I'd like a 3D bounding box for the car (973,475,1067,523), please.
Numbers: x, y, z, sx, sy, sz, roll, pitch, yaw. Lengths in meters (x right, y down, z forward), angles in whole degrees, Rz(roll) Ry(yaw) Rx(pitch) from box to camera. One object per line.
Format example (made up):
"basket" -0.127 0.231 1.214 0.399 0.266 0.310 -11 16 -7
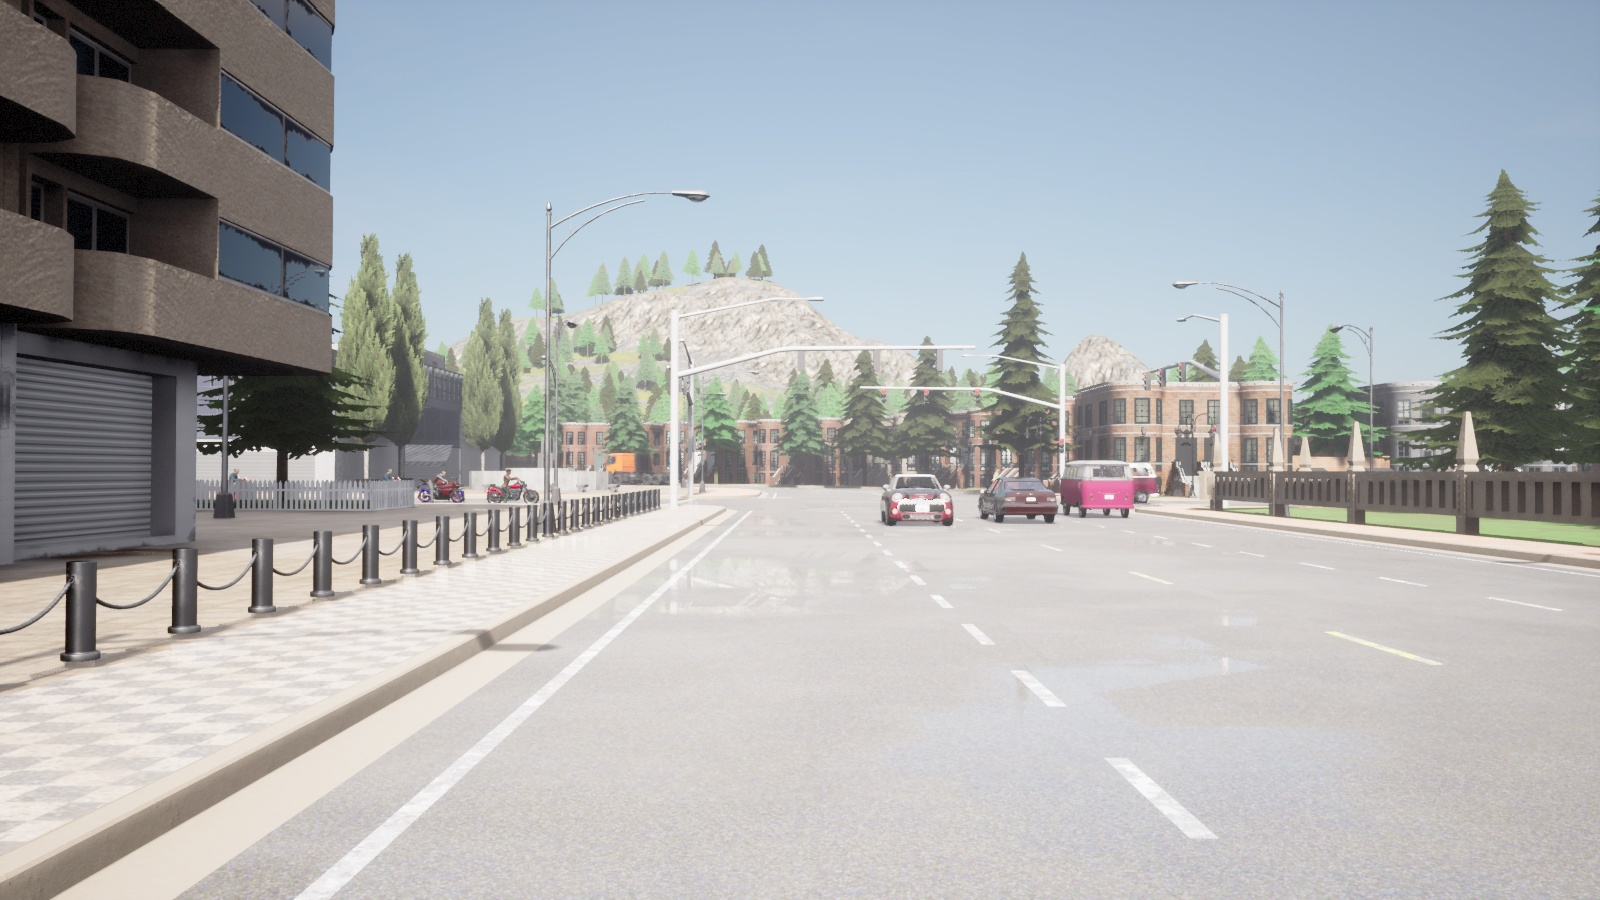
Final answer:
"car" 6.898 1.504 39.958 2.033 1.411 5.357 0 -1 0

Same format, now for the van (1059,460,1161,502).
"van" 15.378 1.522 62.416 4.480 2.038 2.069 0 -1 -6

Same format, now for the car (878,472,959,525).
"car" 3.407 1.382 36.734 1.970 1.475 3.806 0 -1 0

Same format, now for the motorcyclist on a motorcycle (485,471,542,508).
"motorcyclist on a motorcycle" -12.683 1.747 55.582 2.350 1.649 0.766 0 -1 0

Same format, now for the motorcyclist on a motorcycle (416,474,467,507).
"motorcyclist on a motorcycle" -16.851 1.906 59.067 2.191 1.530 0.866 0 -1 0

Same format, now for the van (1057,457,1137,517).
"van" 10.387 1.266 44.219 1.775 1.987 4.442 0 -1 0
